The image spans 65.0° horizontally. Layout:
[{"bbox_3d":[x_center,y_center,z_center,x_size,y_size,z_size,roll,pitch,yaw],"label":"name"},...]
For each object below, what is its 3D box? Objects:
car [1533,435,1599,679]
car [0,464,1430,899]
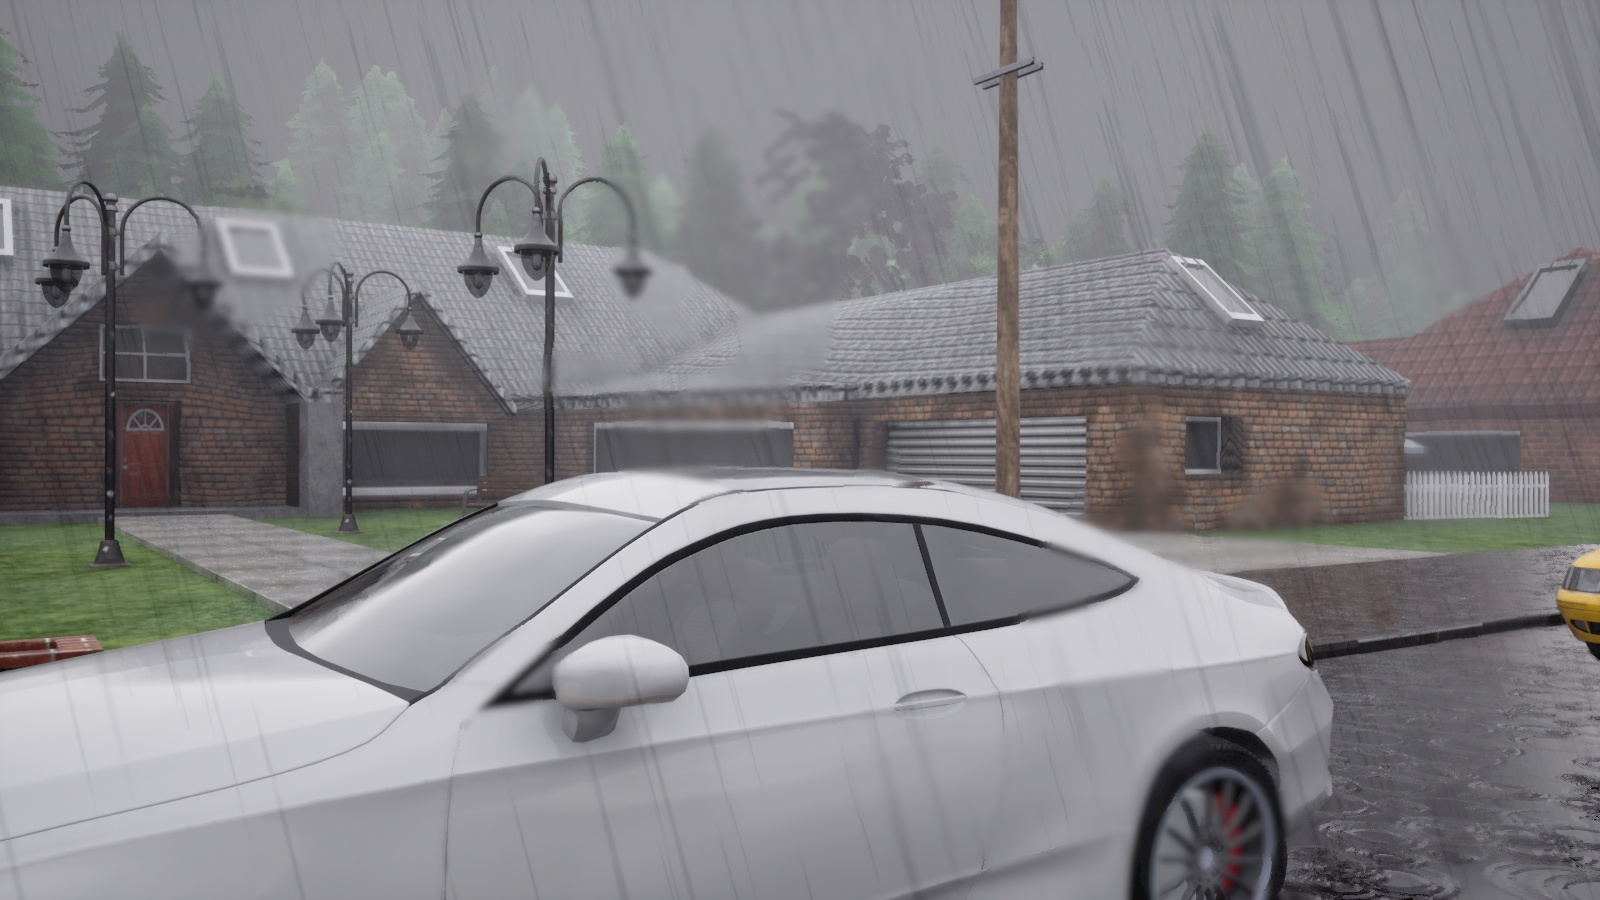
[{"bbox_3d":[7.722,0.689,9.076,5.366,1.575,1.801,0,0,-31],"label":"car"},{"bbox_3d":[-0.394,0.780,3.560,4.674,1.442,1.812,0,0,-34],"label":"car"}]
